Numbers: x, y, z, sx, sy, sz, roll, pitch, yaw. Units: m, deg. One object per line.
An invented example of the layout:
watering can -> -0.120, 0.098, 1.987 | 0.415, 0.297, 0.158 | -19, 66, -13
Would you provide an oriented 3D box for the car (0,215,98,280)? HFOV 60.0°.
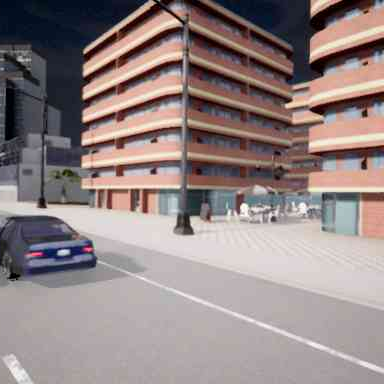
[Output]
car -> -4.603, 1.375, 9.497 | 2.033, 1.411, 5.357 | 1, 1, -42
